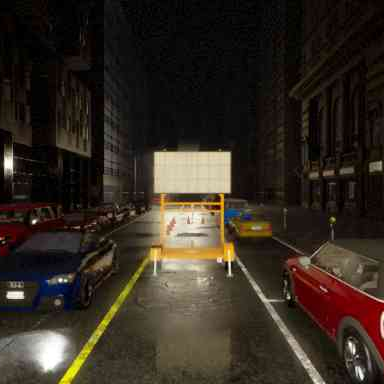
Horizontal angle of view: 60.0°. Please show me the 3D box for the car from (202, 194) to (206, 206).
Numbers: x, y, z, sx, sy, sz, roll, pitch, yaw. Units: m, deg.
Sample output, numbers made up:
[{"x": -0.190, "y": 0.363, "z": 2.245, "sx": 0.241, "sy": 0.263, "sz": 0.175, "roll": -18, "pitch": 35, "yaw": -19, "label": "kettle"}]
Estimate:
[{"x": 2.831, "y": 1.324, "z": 44.455, "sx": 2.192, "sy": 1.841, "sz": 5.009, "roll": 0, "pitch": 0, "yaw": 0, "label": "car"}]

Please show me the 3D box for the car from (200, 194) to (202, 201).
[{"x": 2.850, "y": 1.456, "z": 55.659, "sx": 1.967, "sy": 1.590, "sz": 4.097, "roll": 0, "pitch": 0, "yaw": 0, "label": "car"}]

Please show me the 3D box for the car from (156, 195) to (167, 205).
[{"x": -5.675, "y": 1.560, "z": 55.662, "sx": 1.887, "sy": 1.381, "sz": 4.507, "roll": 0, "pitch": 0, "yaw": 0, "label": "car"}]

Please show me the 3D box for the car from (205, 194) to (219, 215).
[{"x": 2.812, "y": 1.318, "z": 33.252, "sx": 2.192, "sy": 1.841, "sz": 5.009, "roll": 0, "pitch": 0, "yaw": 0, "label": "car"}]

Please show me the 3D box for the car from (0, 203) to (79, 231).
[{"x": -5.750, "y": 1.314, "z": 10.845, "sx": 2.192, "sy": 1.841, "sz": 5.009, "roll": 0, "pitch": 0, "yaw": 0, "label": "car"}]

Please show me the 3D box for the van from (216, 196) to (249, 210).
[{"x": 2.794, "y": 1.341, "z": 22.049, "sx": 1.690, "sy": 1.788, "sz": 3.998, "roll": 0, "pitch": 0, "yaw": 0, "label": "van"}]

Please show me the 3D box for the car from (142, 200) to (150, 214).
[{"x": -5.712, "y": 1.569, "z": 33.253, "sx": 1.947, "sy": 1.339, "sz": 4.313, "roll": 0, "pitch": 0, "yaw": 0, "label": "car"}]

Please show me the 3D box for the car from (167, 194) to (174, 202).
[{"x": -5.647, "y": 1.467, "z": 72.468, "sx": 1.967, "sy": 1.590, "sz": 4.097, "roll": 0, "pitch": 0, "yaw": 0, "label": "car"}]

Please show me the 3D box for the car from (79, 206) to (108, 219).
[{"x": -5.740, "y": 1.581, "z": 16.447, "sx": 1.802, "sy": 1.307, "sz": 4.206, "roll": 0, "pitch": 0, "yaw": 0, "label": "car"}]

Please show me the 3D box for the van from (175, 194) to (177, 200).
[{"x": -5.619, "y": 1.380, "z": 89.275, "sx": 1.690, "sy": 1.788, "sz": 3.998, "roll": 0, "pitch": 0, "yaw": 0, "label": "van"}]

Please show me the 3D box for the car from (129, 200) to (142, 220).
[{"x": -5.721, "y": 1.552, "z": 27.651, "sx": 2.008, "sy": 1.369, "sz": 4.403, "roll": 0, "pitch": 0, "yaw": 0, "label": "car"}]

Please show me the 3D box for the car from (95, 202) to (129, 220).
[{"x": -5.731, "y": 1.440, "z": 22.049, "sx": 1.967, "sy": 1.590, "sz": 4.097, "roll": 0, "pitch": 0, "yaw": 0, "label": "car"}]

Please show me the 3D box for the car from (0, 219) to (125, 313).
[{"x": -2.990, "y": 1.563, "z": 7.631, "sx": 1.994, "sy": 1.385, "sz": 4.181, "roll": 0, "pitch": 0, "yaw": 0, "label": "car"}]

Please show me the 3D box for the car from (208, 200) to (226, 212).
[{"x": 2.823, "y": 1.588, "z": 38.854, "sx": 1.802, "sy": 1.307, "sz": 4.206, "roll": 0, "pitch": 0, "yaw": 0, "label": "car"}]

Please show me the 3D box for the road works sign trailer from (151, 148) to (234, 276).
[{"x": 0.014, "y": 0.464, "z": 10.292, "sx": 2.380, "sy": 3.560, "sz": 2.880, "roll": 0, "pitch": 0, "yaw": 0, "label": "road works sign trailer"}]

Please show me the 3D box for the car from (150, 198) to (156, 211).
[{"x": -5.702, "y": 1.571, "z": 38.855, "sx": 1.947, "sy": 1.339, "sz": 4.313, "roll": 0, "pitch": 0, "yaw": 0, "label": "car"}]

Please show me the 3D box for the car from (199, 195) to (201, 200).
[{"x": 2.860, "y": 1.586, "z": 61.260, "sx": 1.947, "sy": 1.339, "sz": 4.313, "roll": 0, "pitch": 0, "yaw": 0, "label": "car"}]

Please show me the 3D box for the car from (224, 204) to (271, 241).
[{"x": 2.785, "y": 1.525, "z": 16.617, "sx": 1.752, "sy": 1.417, "sz": 4.829, "roll": 0, "pitch": 0, "yaw": 0, "label": "car"}]

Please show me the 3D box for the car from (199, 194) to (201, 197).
[{"x": 2.869, "y": 1.464, "z": 66.862, "sx": 1.967, "sy": 1.590, "sz": 4.097, "roll": 0, "pitch": 0, "yaw": 0, "label": "car"}]

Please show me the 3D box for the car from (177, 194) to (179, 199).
[{"x": -5.609, "y": 1.588, "z": 94.877, "sx": 1.887, "sy": 1.381, "sz": 4.507, "roll": 0, "pitch": 0, "yaw": 0, "label": "car"}]

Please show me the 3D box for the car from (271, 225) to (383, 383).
[{"x": 2.766, "y": 1.440, "z": 5.243, "sx": 1.967, "sy": 1.590, "sz": 4.097, "roll": 0, "pitch": 0, "yaw": 0, "label": "car"}]
